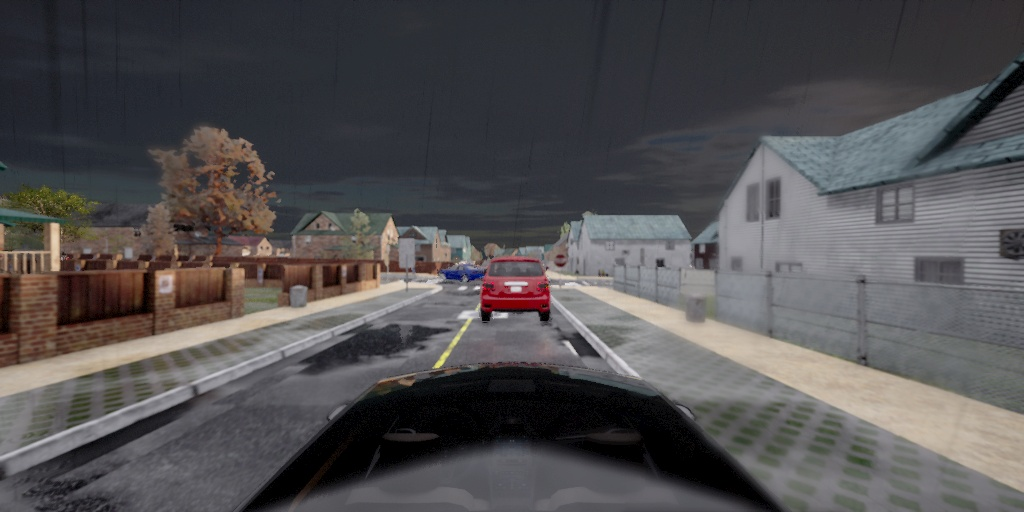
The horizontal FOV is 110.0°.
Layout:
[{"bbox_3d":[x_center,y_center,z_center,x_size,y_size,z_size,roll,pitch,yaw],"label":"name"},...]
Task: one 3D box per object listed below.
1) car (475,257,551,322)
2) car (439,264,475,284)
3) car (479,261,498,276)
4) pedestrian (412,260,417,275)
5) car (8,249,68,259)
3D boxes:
[{"bbox_3d":[0.094,1.078,12.888,2.150,2.045,5.566,0,-1,0],"label":"car"},{"bbox_3d":[-4.261,1.461,30.735,5.008,1.535,1.882,2,0,42],"label":"car"},{"bbox_3d":[-2.860,1.523,44.233,2.097,1.767,4.553,0,-1,0],"label":"car"},{"bbox_3d":[-9.696,0.951,35.361,0.375,1.860,0.375,0,0,1],"label":"pedestrian"},{"bbox_3d":[-44.165,0.389,32.931,5.566,2.045,2.150,1,1,2],"label":"car"}]
